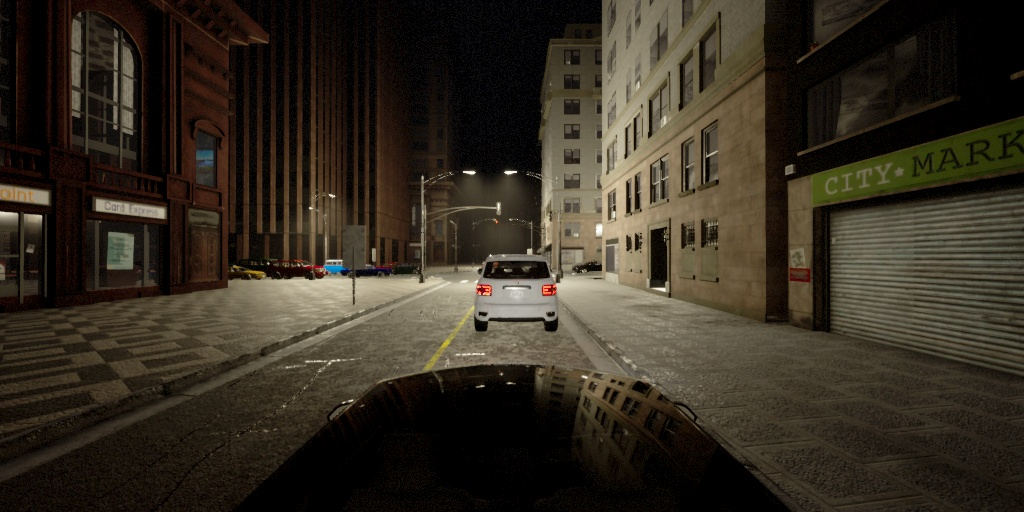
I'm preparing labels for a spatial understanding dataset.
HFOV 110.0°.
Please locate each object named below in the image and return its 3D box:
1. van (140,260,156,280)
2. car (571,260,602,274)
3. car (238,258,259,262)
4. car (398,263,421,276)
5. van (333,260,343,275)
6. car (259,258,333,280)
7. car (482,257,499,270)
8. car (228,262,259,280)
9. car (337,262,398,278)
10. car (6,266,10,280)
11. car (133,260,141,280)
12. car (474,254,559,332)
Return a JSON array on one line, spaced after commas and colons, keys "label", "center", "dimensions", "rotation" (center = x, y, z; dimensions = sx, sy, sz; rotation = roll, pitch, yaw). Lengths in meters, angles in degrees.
[{"label": "van", "center": [-30.870, 1.435, 32.774], "dimensions": [3.998, 1.789, 1.690], "rotation": [0, 0, 0]}, {"label": "car", "center": [8.740, 1.148, 38.029], "dimensions": [4.892, 1.490, 1.837], "rotation": [-1, 0, -8]}, {"label": "car", "center": [-24.110, 1.247, 35.314], "dimensions": [5.566, 2.045, 2.150], "rotation": [-1, 0, -1]}, {"label": "car", "center": [-11.570, 1.453, 38.476], "dimensions": [4.181, 1.385, 1.994], "rotation": [-1, 0, 0]}, {"label": "van", "center": [-19.600, 1.340, 41.259], "dimensions": [3.998, 1.789, 1.690], "rotation": [0, 0, 0]}, {"label": "car", "center": [-19.621, 1.273, 32.733], "dimensions": [5.009, 1.841, 2.192], "rotation": [0, 0, 0]}, {"label": "car", "center": [-3.111, 1.097, 51.765], "dimensions": [2.097, 1.767, 4.553], "rotation": [0, 0, 1]}, {"label": "car", "center": [-25.076, 1.552, 32.753], "dimensions": [4.829, 1.417, 1.751], "rotation": [0, 0, 0]}, {"label": "car", "center": [-14.145, 1.506, 35.285], "dimensions": [4.718, 1.301, 1.895], "rotation": [-1, 0, 0]}, {"label": "car", "center": [-47.742, 1.849, 32.834], "dimensions": [4.403, 1.370, 2.007], "rotation": [0, 0, 0]}, {"label": "car", "center": [-34.466, 1.372, 35.370], "dimensions": [5.566, 2.045, 2.150], "rotation": [-1, 0, 0]}, {"label": "car", "center": [0.100, 0.974, 11.046], "dimensions": [2.150, 2.045, 5.566], "rotation": [0, 0, 0]}]
